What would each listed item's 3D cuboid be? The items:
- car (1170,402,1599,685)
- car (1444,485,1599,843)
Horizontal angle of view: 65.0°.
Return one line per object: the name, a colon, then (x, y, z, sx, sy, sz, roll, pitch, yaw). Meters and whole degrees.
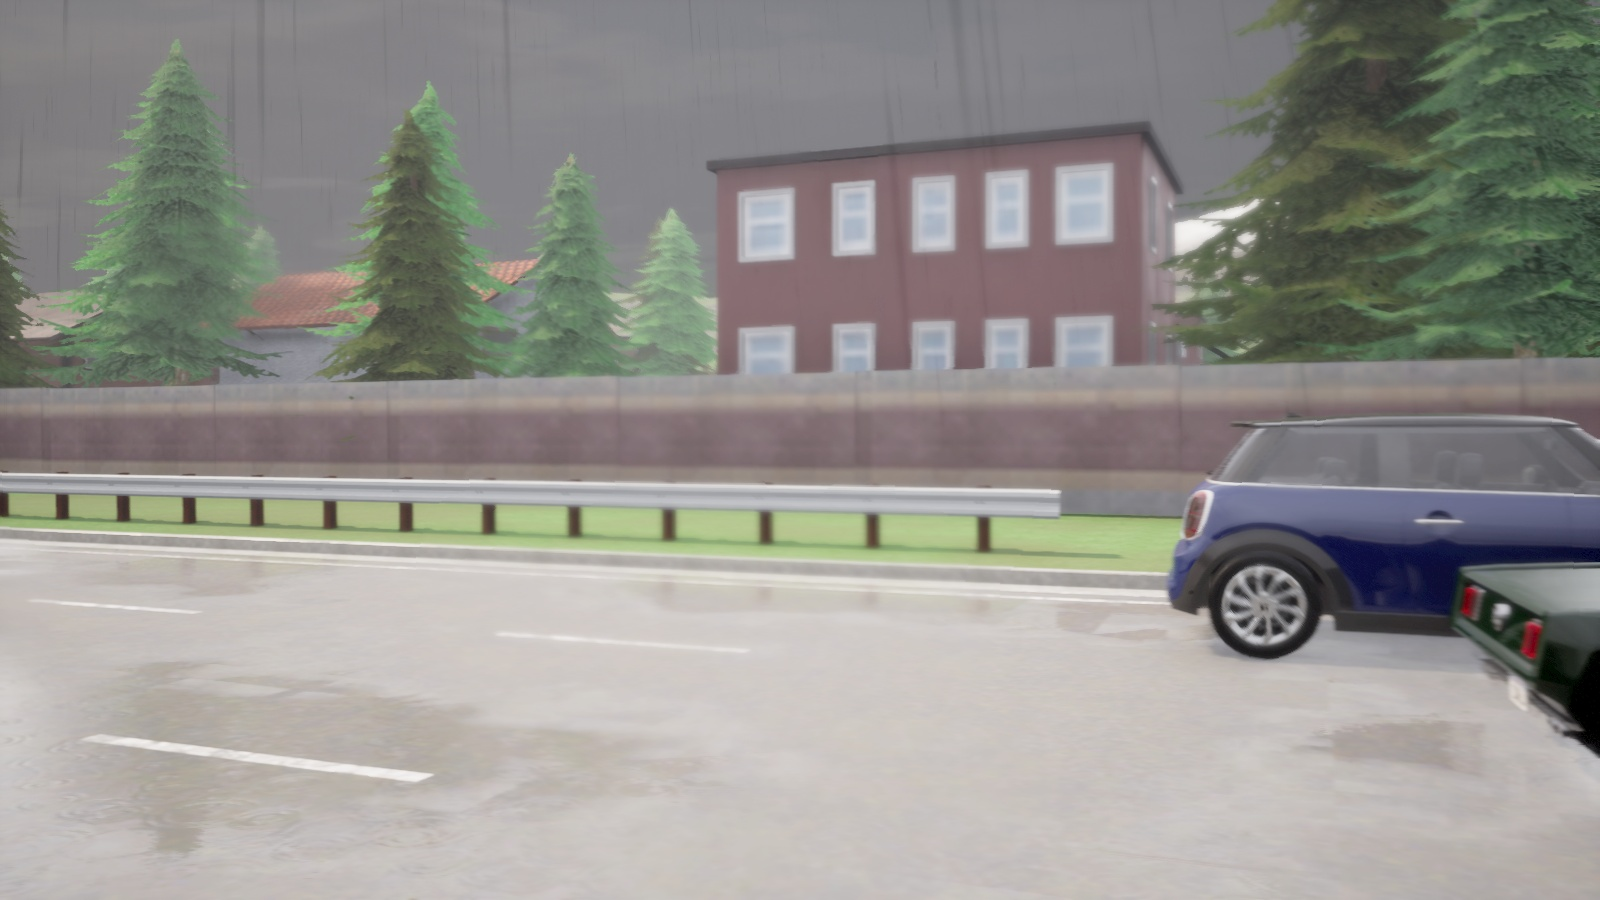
car: (5.042, 0.567, 8.900, 4.553, 1.767, 2.097, 1, 1, 18)
car: (5.422, 0.873, 5.103, 4.718, 1.301, 1.895, 1, 1, 17)
